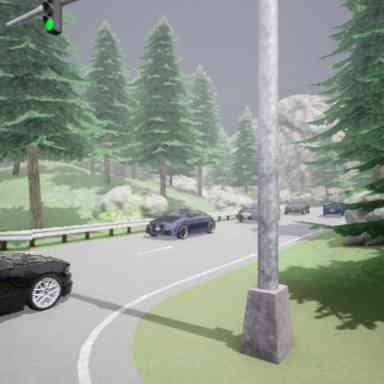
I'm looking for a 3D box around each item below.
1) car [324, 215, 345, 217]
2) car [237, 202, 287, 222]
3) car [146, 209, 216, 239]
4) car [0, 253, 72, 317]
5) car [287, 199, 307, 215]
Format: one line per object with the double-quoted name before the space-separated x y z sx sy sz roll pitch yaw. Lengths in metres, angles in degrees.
"car" 13.969 1.542 32.036 1.882 1.535 5.008 0 -1 32
"car" 5.206 1.505 25.568 2.128 1.511 4.902 0 0 35
"car" -0.490 1.577 17.415 1.994 1.385 4.181 0 0 35
"car" -4.423 1.529 5.497 1.882 1.535 5.008 0 -1 35
"car" 10.843 1.518 34.090 1.837 1.490 4.892 0 0 28
